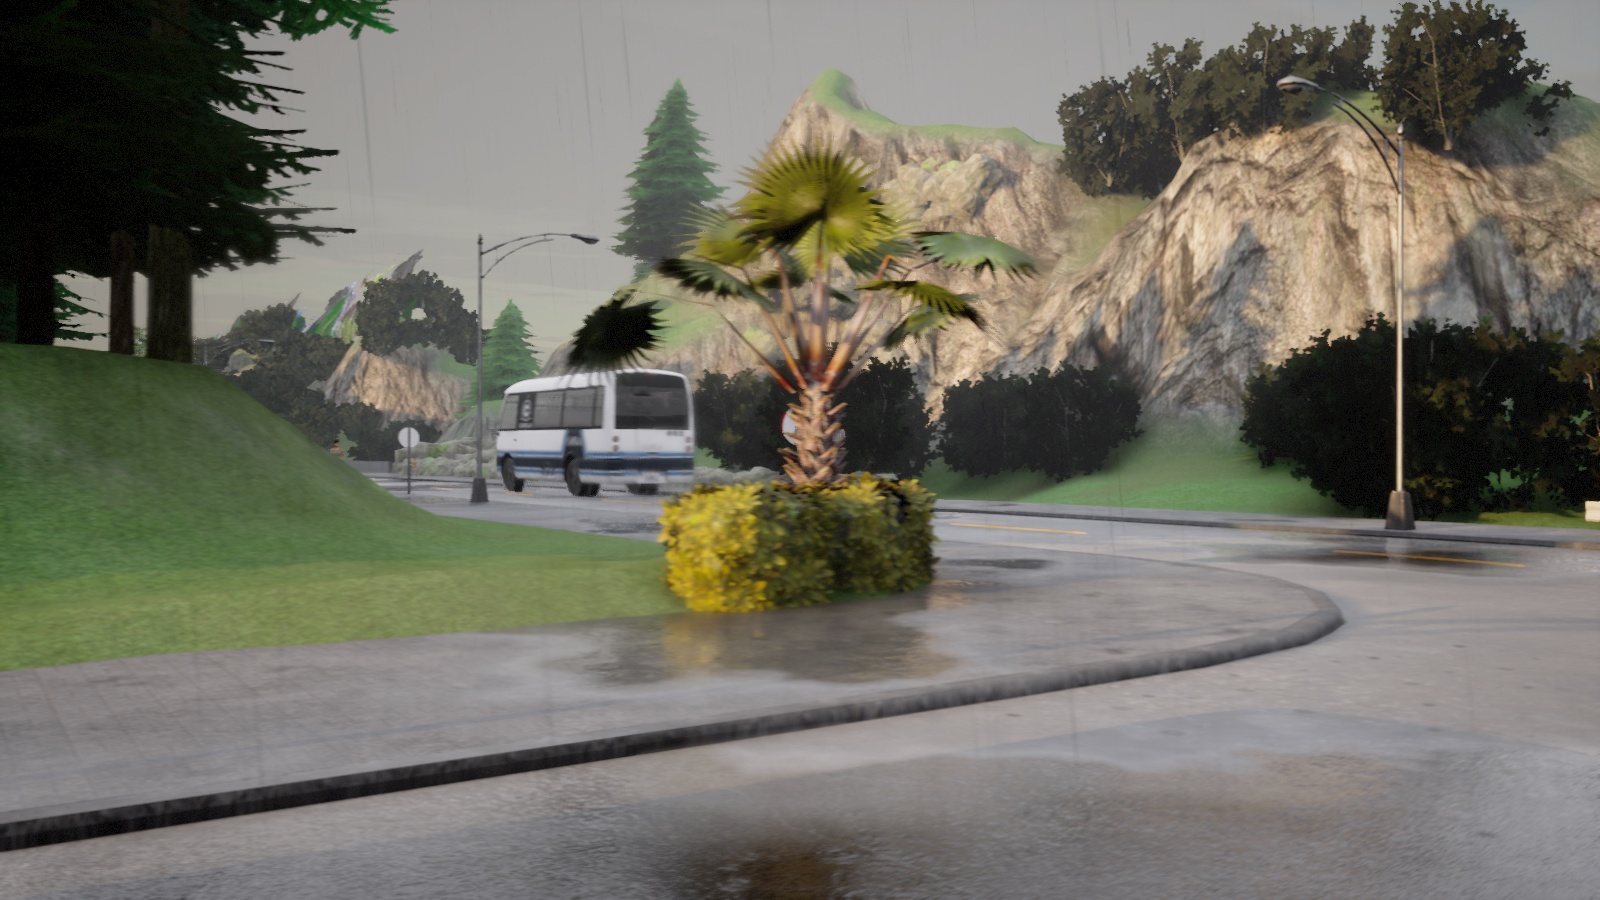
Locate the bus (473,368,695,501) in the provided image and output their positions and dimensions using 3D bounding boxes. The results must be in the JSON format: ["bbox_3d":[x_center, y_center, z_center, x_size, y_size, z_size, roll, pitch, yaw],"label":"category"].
[{"bbox_3d":[-8.091,-0.503,45.487,3.944,4.253,10.273,0,0,-35],"label":"bus"}]
